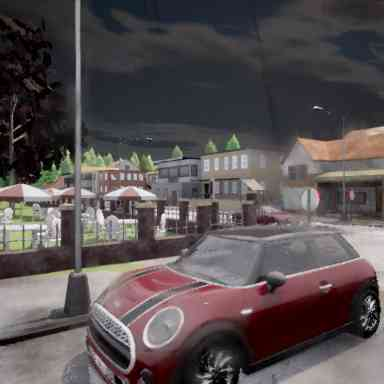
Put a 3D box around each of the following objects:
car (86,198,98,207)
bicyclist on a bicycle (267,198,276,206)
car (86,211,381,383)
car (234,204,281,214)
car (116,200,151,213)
[{"bbox_3d":[-16.102,1.222,50.398,2.150,2.045,5.566,0,0,-35],"label":"car"},{"bbox_3d":[7.565,1.349,31.435,1.656,1.620,0.582,0,0,-35],"label":"bicyclist on a bicycle"},{"bbox_3d":[0.816,1.352,5.045,4.553,1.767,2.097,0,0,-34],"label":"car"},{"bbox_3d":[4.577,1.526,21.150,1.812,1.442,4.674,0,0,-36],"label":"car"},{"bbox_3d":[-6.506,1.222,36.741,2.150,2.045,5.566,0,0,-35],"label":"car"}]
